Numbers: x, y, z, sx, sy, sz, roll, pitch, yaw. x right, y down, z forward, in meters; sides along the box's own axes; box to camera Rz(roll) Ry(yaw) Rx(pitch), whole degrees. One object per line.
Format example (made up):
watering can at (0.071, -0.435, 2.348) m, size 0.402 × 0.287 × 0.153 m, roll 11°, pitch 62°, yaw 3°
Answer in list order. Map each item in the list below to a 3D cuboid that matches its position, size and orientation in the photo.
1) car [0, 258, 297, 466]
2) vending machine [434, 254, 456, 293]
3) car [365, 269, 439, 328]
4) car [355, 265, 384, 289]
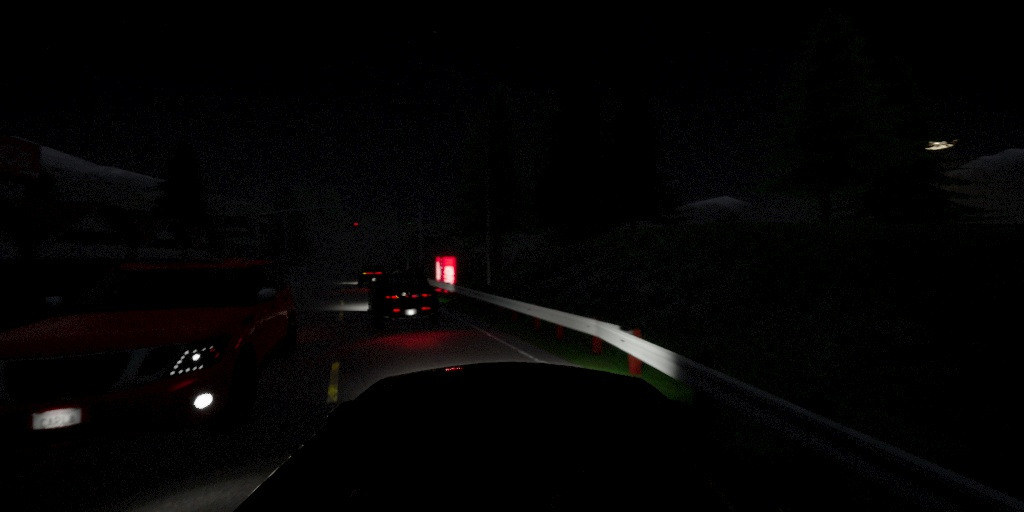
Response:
car at (-4.928, 1.049, 5.593) m, size 2.150 × 2.045 × 5.566 m, roll -1°, pitch 0°, yaw -23°
vending machine at (-3.632, 1.013, 20.030) m, size 1.100 × 2.100 × 0.880 m, roll 0°, pitch 0°, yaw -25°
car at (-3.712, 1.317, 11.906) m, size 1.837 × 1.490 × 4.892 m, roll -1°, pitch -1°, yaw -24°
car at (-10.292, 1.414, 26.364) m, size 1.837 × 1.490 × 4.892 m, roll -1°, pitch -1°, yaw -25°
